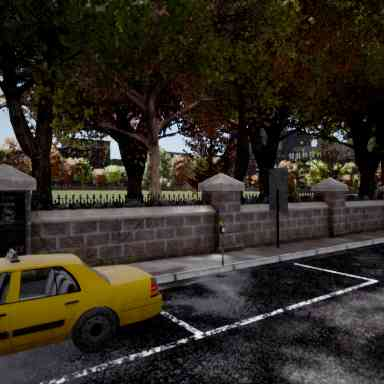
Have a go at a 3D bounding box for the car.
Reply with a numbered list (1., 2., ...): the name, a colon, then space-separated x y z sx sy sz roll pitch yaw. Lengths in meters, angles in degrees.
1. car: -2.768 1.525 4.585 4.829 1.417 1.752 0 0 -35
